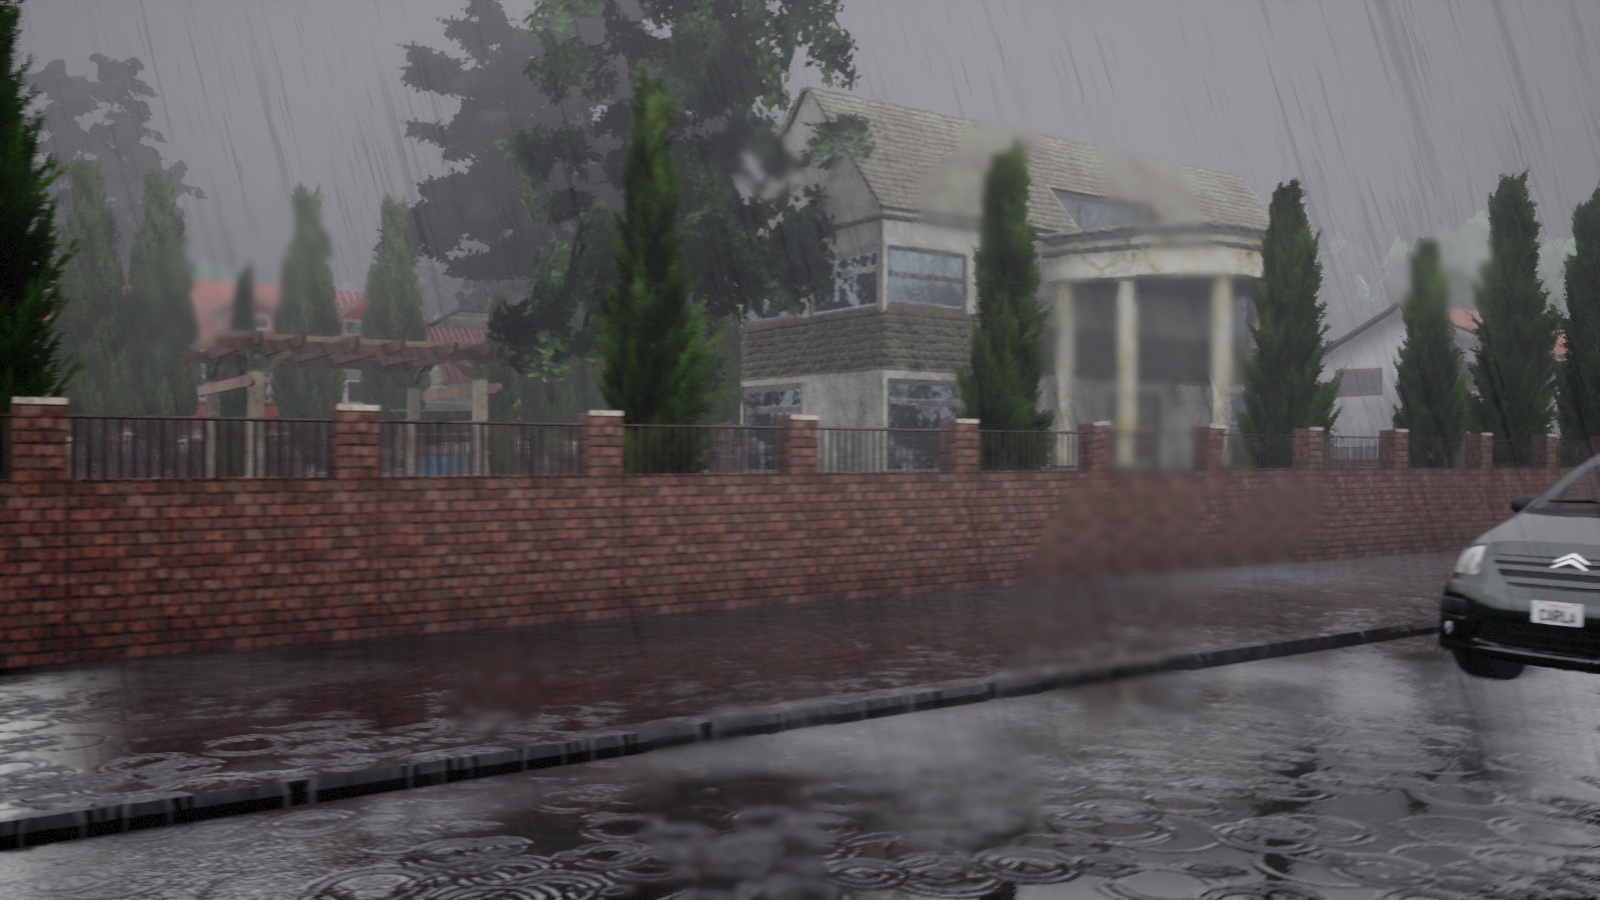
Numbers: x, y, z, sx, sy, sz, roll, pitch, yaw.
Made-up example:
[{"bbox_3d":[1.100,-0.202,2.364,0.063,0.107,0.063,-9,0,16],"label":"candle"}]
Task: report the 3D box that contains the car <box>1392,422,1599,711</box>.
[{"bbox_3d":[5.951,0.651,8.410,3.988,1.617,1.851,0,0,-35],"label":"car"}]
